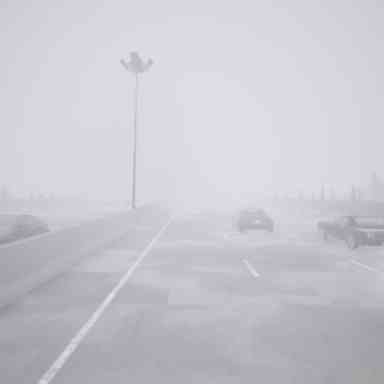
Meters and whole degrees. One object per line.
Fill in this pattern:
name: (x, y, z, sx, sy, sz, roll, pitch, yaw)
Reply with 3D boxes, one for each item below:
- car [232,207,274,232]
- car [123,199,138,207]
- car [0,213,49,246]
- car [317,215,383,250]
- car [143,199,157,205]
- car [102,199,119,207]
car: (3.590, 1.602, 20.241, 1.994, 1.385, 4.181, 0, 0, 0)
car: (-10.546, 1.903, 57.081, 1.895, 1.301, 4.718, 0, -2, 1)
car: (-7.102, 1.547, 12.751, 1.812, 1.442, 4.674, 0, 0, 0)
car: (7.085, 1.627, 14.337, 1.895, 1.301, 4.718, 0, 0, 0)
car: (-7.043, 1.849, 57.069, 2.033, 1.411, 5.357, 0, -2, 1)
car: (-14.051, 1.906, 57.193, 1.895, 1.301, 4.718, 0, -2, 1)
